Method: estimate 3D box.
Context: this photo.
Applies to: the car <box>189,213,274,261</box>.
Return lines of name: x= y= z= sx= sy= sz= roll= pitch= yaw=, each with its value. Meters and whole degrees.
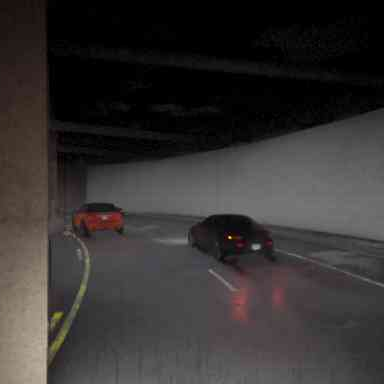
car: x=1.287 y=1.511 z=12.316 sx=1.812 sy=1.442 sz=4.674 roll=0 pitch=0 yaw=-17

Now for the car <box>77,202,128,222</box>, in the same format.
car: x=-7.763 y=1.612 z=28.430 sx=2.033 sy=1.411 sz=5.357 roll=0 pitch=0 yaw=-42

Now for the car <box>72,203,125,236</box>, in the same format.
car: x=-5.609 y=1.399 z=19.339 sx=2.097 sy=1.767 sz=4.553 roll=-1 pitch=0 yaw=-29
